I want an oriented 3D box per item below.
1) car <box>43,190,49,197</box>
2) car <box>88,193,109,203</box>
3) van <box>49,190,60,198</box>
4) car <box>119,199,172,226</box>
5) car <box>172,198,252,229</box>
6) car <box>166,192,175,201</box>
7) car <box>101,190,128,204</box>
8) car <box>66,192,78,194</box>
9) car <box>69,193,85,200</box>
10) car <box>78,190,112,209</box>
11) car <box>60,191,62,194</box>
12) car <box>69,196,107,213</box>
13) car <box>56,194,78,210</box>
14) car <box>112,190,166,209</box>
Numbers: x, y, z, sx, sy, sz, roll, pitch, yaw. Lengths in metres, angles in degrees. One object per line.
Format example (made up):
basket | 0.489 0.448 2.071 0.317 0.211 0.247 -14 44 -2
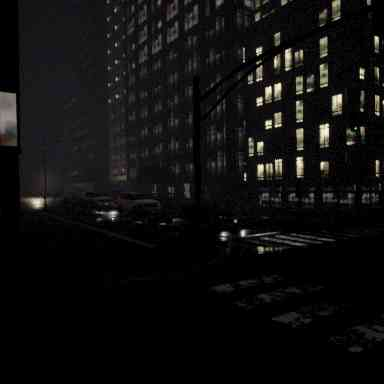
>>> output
car | -35.663 0.688 84.644 2.008 1.369 4.403 -1 1 -35
car | -15.950 0.919 56.806 1.882 1.535 5.008 -1 1 -35
van | -32.463 0.530 79.996 1.690 1.788 3.998 -1 1 -35
car | -2.910 1.455 22.378 2.008 1.369 4.403 -1 1 -35
car | 1.099 1.382 21.057 2.128 1.511 4.902 -1 1 -35
car | -3.661 0.963 38.185 2.192 1.841 5.009 -1 1 -35
car | -12.026 0.733 51.043 2.150 2.045 5.566 -1 1 -35
car | -19.329 1.082 56.180 1.895 1.301 4.718 -1 1 -35
car | -22.862 0.889 66.062 1.887 1.381 4.507 -1 1 -35
car | -10.930 0.927 38.535 2.150 2.045 5.566 -1 1 -35
car | -26.062 0.733 70.706 1.967 1.590 4.097 -1 1 -35
car | -10.537 1.354 33.401 1.947 1.339 4.313 -1 1 -35
car | -13.739 1.289 38.047 2.008 1.369 4.403 -1 1 -35
car | -4.861 1.021 29.704 2.150 2.045 5.566 -1 1 -35
